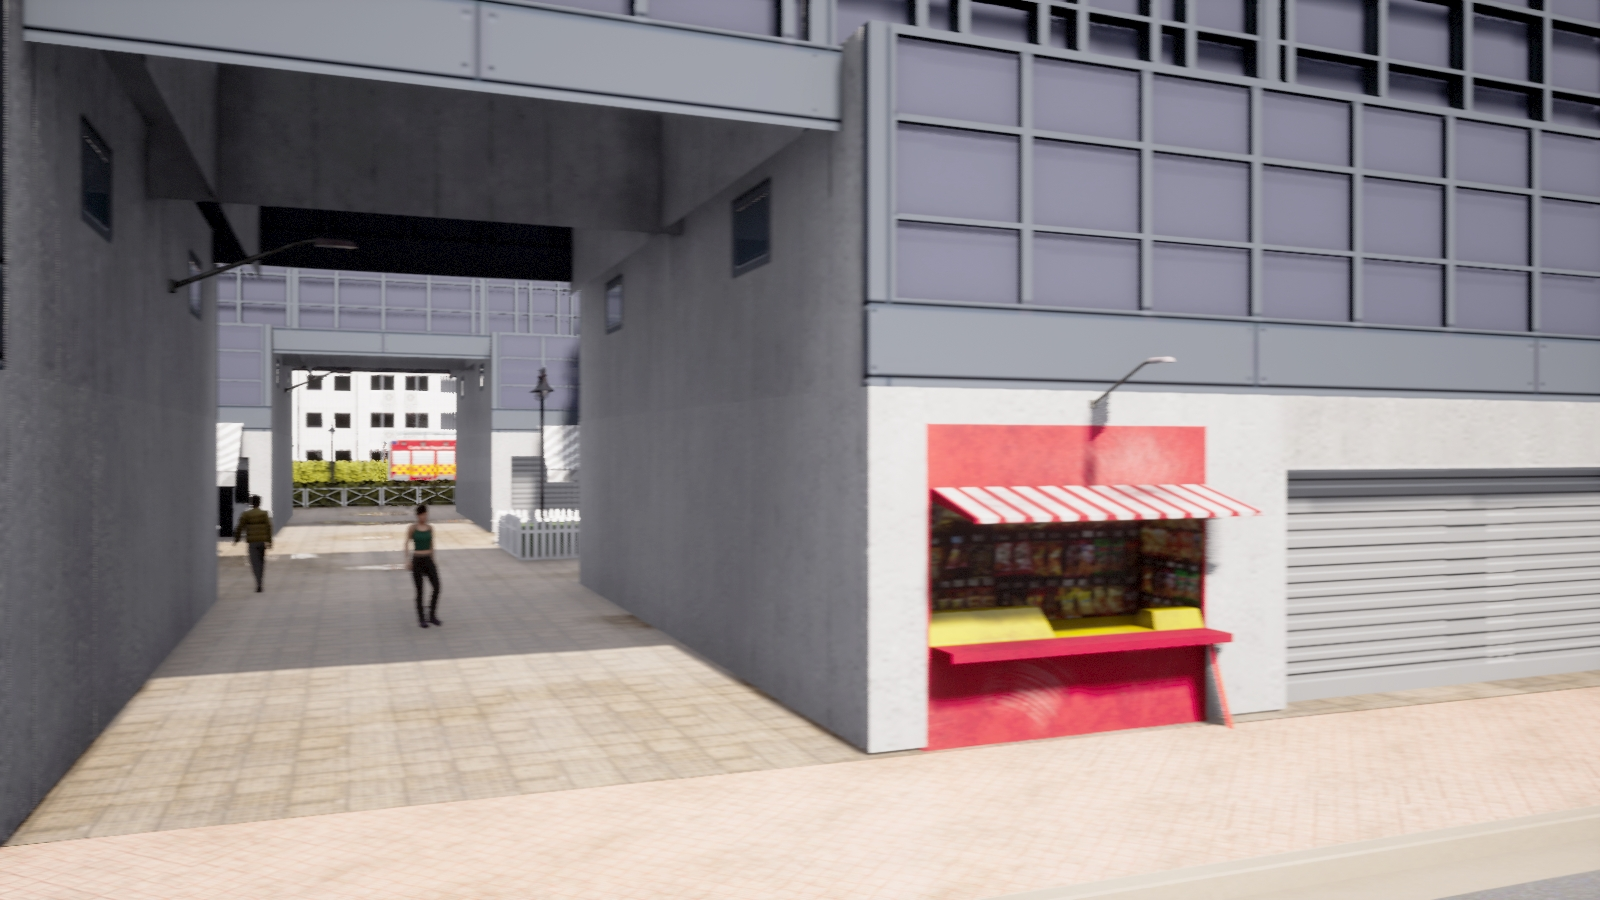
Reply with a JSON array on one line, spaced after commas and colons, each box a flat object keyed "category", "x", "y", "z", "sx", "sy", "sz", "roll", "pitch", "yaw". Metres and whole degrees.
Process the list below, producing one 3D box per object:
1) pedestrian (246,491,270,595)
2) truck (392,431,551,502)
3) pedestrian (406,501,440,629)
[{"category": "pedestrian", "x": -9.987, "y": 1.701, "z": 21.046, "sx": 0.375, "sy": 1.860, "sz": 0.375, "roll": 0, "pitch": 0, "yaw": -30}, {"category": "truck", "x": -18.699, "y": 0.891, "z": 65.054, "sx": 8.468, "sy": 3.827, "sz": 2.891, "roll": 0, "pitch": 0, "yaw": -22}, {"category": "pedestrian", "x": -5.612, "y": 1.699, "z": 17.003, "sx": 0.375, "sy": 1.860, "sz": 0.375, "roll": 0, "pitch": 0, "yaw": -41}]
